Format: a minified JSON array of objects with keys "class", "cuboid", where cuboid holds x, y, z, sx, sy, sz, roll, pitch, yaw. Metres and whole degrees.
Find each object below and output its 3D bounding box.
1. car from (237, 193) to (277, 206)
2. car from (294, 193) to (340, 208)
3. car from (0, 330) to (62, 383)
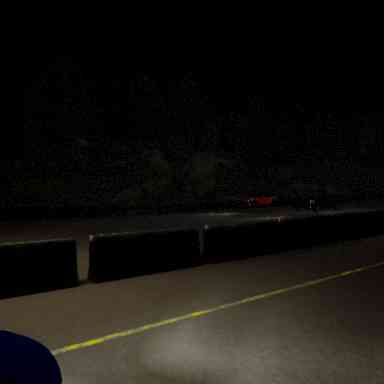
[{"class":"car","cuboid":[6.776,0.784,34.494,4.553,1.767,2.097,-1,1,-35]},{"class":"car","cuboid":[10.840,0.784,28.794,4.553,1.767,2.097,-1,1,-35]},{"class":"car","cuboid":[-3.203,1.485,1.462,5.008,1.535,1.882,0,0,-35]}]
